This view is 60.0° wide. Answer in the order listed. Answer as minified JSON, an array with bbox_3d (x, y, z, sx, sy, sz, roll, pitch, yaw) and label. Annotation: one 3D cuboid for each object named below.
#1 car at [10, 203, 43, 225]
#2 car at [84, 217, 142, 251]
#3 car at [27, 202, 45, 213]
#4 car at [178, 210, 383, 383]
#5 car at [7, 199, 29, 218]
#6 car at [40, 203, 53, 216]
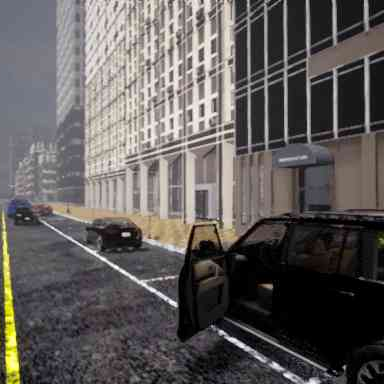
[{"bbox_3d":[-13.824,1.929,27.676,1.812,1.442,4.674,0,-1,-29],"label":"car"},{"bbox_3d":[-3.672,1.768,15.143,1.947,1.339,4.313,0,-1,-30],"label":"car"},{"bbox_3d":[-23.252,2.273,49.491,2.008,1.369,4.403,0,-1,-30],"label":"car"},{"bbox_3d":[1.892,1.273,4.788,2.150,2.045,5.566,0,-1,-30],"label":"car"},{"bbox_3d":[-19.107,1.765,36.801,2.150,2.045,5.566,0,-1,-29],"label":"car"},{"bbox_3d":[-17.657,2.117,39.677,1.887,1.381,4.507,0,-1,-30],"label":"car"}]
